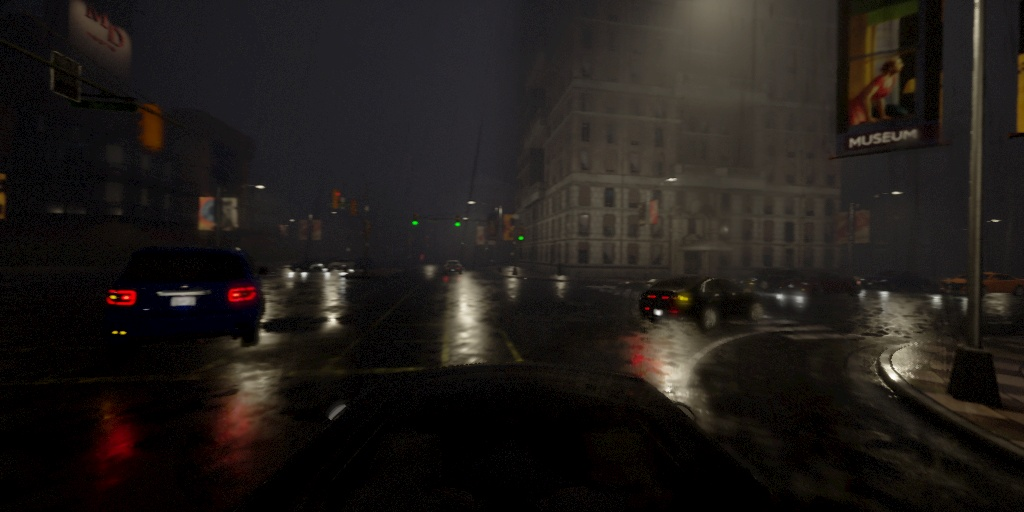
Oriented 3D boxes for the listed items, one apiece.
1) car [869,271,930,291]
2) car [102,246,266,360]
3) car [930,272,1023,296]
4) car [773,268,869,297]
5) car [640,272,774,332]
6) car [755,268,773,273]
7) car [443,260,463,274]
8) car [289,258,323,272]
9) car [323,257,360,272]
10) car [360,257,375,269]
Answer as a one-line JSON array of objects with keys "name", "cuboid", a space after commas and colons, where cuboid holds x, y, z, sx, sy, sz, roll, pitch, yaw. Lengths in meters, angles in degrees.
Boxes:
[{"name": "car", "cuboid": [28.901, 1.823, 27.001, 4.674, 1.442, 1.812, 1, 0, -9]}, {"name": "car", "cuboid": [-7.090, 0.837, 8.277, 2.150, 2.045, 5.566, 2, -1, -35]}, {"name": "car", "cuboid": [31.220, 1.818, 23.827, 5.008, 1.535, 1.882, 1, 0, -9]}, {"name": "car", "cuboid": [18.673, 1.668, 21.763, 4.181, 1.385, 1.994, 1, 0, -10]}, {"name": "car", "cuboid": [6.116, 1.371, 11.396, 4.892, 1.490, 1.837, 1, -2, -34]}, {"name": "car", "cuboid": [18.302, 1.602, 25.250, 4.892, 1.490, 1.837, 1, 0, -10]}, {"name": "car", "cuboid": [-6.295, 1.160, 38.187, 1.812, 1.442, 4.674, 1, 0, -10]}, {"name": "car", "cuboid": [-21.586, 0.894, 38.110, 2.033, 1.411, 5.357, 1, 0, -9]}, {"name": "car", "cuboid": [-18.081, 0.938, 38.296, 1.812, 1.442, 4.674, 1, 0, -9]}, {"name": "car", "cuboid": [-19.579, 0.863, 47.466, 1.882, 1.535, 5.008, 1, 0, -9]}]
